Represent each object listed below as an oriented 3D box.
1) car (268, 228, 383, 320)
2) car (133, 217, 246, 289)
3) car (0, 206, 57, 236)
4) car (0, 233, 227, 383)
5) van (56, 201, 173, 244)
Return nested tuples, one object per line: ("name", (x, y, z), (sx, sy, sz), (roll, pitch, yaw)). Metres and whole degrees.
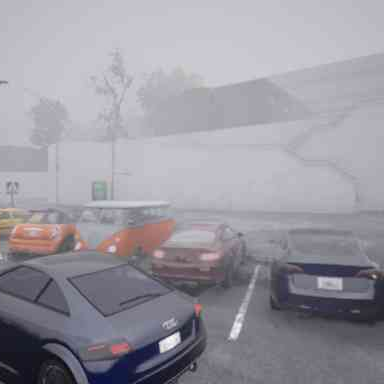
("car", (2.806, 1.526, 7.514), (2.163, 1.488, 4.792), (0, -1, 15))
("car", (0.368, 1.537, 9.215), (2.002, 1.452, 4.674), (0, -1, 16))
("car", (-4.497, 1.364, 12.657), (2.185, 1.767, 4.553), (0, -1, 15))
("car", (-1.864, 1.570, 4.708), (4.181, 1.385, 1.994), (0, 0, 35))
("van", (-2.078, 1.270, 10.836), (1.878, 1.987, 4.442), (1, 0, 16))
